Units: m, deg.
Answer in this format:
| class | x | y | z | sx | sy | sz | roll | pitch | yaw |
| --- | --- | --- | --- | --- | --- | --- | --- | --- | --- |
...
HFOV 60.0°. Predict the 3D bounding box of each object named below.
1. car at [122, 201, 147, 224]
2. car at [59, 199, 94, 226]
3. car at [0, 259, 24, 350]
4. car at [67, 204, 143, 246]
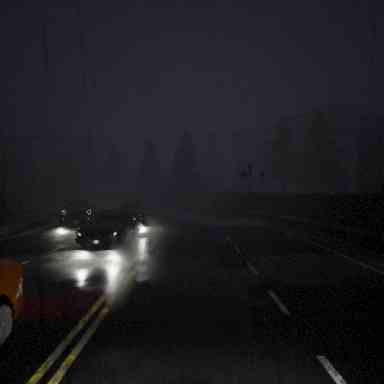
| class | x | y | z | sx | sy | sz | roll | pitch | yaw |
| --- | --- | --- | --- | --- | --- | --- | --- | --- | --- |
| car | -4.400 | 1.461 | 24.095 | 1.837 | 1.490 | 4.892 | 0 | 0 | -12 |
| car | -7.813 | 1.300 | 23.278 | 2.097 | 1.767 | 4.553 | 0 | 0 | -11 |
| car | -3.614 | 1.470 | 3.262 | 1.882 | 1.535 | 5.008 | 0 | 0 | 0 |
| car | -3.716 | 1.515 | 15.329 | 2.033 | 1.411 | 5.357 | 0 | 0 | -2 |
